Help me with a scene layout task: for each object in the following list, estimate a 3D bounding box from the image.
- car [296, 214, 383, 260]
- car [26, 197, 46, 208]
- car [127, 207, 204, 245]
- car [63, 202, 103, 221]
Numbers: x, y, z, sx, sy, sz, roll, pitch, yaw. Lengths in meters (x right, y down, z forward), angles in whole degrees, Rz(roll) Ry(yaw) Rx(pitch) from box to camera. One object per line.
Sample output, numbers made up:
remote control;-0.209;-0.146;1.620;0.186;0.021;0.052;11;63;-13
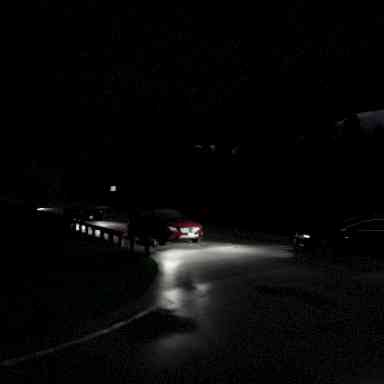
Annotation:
car;6.102;1.506;11.302;4.902;1.511;2.128;1;3;19
car;-20.745;1.417;44.190;1.994;1.385;4.181;1;0;-33
car;-1.353;1.401;14.936;1.812;1.442;4.674;1;0;-35
car;-8.328;1.467;25.341;1.895;1.301;4.718;1;0;-34
